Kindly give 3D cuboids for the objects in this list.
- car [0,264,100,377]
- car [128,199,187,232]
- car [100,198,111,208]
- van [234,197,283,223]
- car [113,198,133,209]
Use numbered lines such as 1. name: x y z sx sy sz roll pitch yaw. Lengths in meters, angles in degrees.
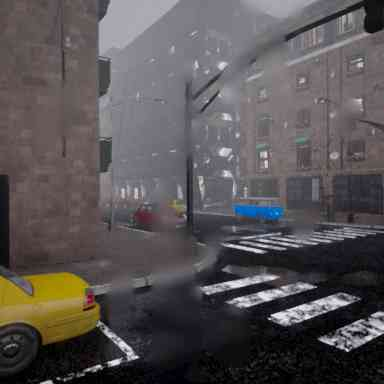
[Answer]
1. car: -3.624 1.526 3.980 4.829 1.417 1.752 0 0 -36
2. car: -1.917 1.440 19.979 1.967 1.590 4.097 0 0 -36
3. car: -11.754 1.461 47.795 1.887 1.381 4.507 -1 0 -36
4. van: 4.875 1.278 24.887 1.690 1.788 3.998 0 0 -36
5. car: -8.429 1.461 43.213 1.887 1.381 4.507 -1 0 -36
